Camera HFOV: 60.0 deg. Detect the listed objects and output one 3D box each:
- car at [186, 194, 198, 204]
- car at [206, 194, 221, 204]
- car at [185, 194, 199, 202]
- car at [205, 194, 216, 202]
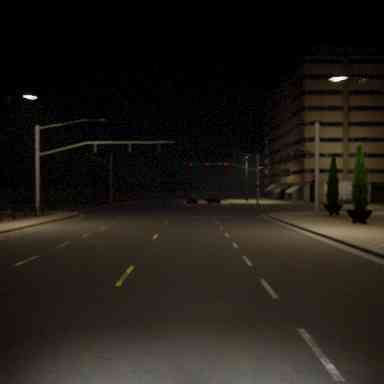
[{"bbox_3d":[-0.008,1.258,53.557,1.895,1.301,4.718,0,0,0],"label":"car"},{"bbox_3d":[3.493,1.138,53.120,1.882,1.535,5.008,0,0,0],"label":"car"},{"bbox_3d":[0.060,1.085,63.523,2.128,1.511,4.902,0,0,5],"label":"car"},{"bbox_3d":[3.559,1.120,63.495,1.812,1.442,4.674,0,0,5],"label":"car"}]
